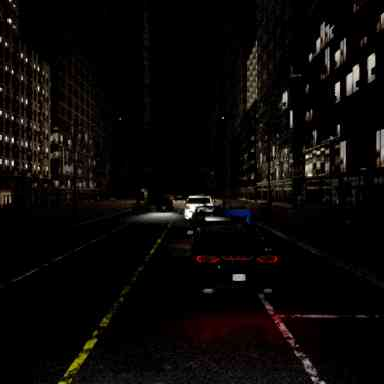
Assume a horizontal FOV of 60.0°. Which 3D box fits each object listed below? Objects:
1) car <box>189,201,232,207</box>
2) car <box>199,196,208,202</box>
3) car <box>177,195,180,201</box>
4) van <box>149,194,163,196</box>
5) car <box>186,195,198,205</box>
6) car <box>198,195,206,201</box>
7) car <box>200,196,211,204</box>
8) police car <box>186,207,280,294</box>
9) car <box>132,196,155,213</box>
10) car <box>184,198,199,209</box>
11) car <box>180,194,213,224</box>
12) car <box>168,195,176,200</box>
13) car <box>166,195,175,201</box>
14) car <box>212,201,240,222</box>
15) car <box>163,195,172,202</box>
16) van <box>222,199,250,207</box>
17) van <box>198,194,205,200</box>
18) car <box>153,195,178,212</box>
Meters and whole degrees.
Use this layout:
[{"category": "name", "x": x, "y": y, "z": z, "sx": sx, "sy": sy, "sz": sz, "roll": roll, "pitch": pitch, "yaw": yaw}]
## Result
[{"category": "car", "x": 0.891, "y": 1.479, "z": 18.821, "sx": 1.882, "sy": 1.535, "sz": 5.008, "roll": 0, "pitch": 0, "yaw": 0}, {"category": "car", "x": 2.651, "y": 1.555, "z": 77.768, "sx": 1.887, "sy": 1.381, "sz": 4.507, "roll": 0, "pitch": 0, "yaw": 0}, {"category": "car", "x": -3.039, "y": 1.488, "z": 80.187, "sx": 1.882, "sy": 1.535, "sz": 5.008, "roll": 0, "pitch": 0, "yaw": 0}, {"category": "van", "x": -5.716, "y": 1.346, "z": 49.425, "sx": 1.690, "sy": 1.788, "sz": 3.998, "roll": 0, "pitch": 0, "yaw": 0}, {"category": "car", "x": -0.029, "y": 1.358, "z": 60.147, "sx": 2.097, "sy": 1.767, "sz": 4.553, "roll": 0, "pitch": 0, "yaw": 0}, {"category": "car", "x": 2.645, "y": 1.557, "z": 89.104, "sx": 1.887, "sy": 1.381, "sz": 4.507, "roll": 0, "pitch": 0, "yaw": 0}, {"category": "car", "x": 2.657, "y": 1.558, "z": 66.432, "sx": 2.008, "sy": 1.369, "sz": 4.403, "roll": 0, "pitch": 0, "yaw": 0}, {"category": "police car", "x": 0.896, "y": 1.425, "z": 8.930, "sx": 1.930, "sy": 1.638, "sz": 5.238, "roll": 0, "pitch": 0, "yaw": 0}, {"category": "car", "x": -5.710, "y": 1.528, "z": 37.919, "sx": 1.752, "sy": 1.417, "sz": 4.829, "roll": 0, "pitch": 0, "yaw": 0}, {"category": "car", "x": -0.004, "y": 1.568, "z": 46.216, "sx": 1.994, "sy": 1.385, "sz": 4.181, "roll": 0, "pitch": 0, "yaw": 0}, {"category": "car", "x": 0.648, "y": 1.224, "z": 24.929, "sx": 2.150, "sy": 2.045, "sz": 5.566, "roll": 0, "pitch": 0, "yaw": 4}, {"category": "car", "x": -5.738, "y": 1.579, "z": 94.769, "sx": 1.947, "sy": 1.339, "sz": 4.313, "roll": 0, "pitch": 0, "yaw": 0}, {"category": "car", "x": -5.735, "y": 1.557, "z": 89.101, "sx": 1.887, "sy": 1.381, "sz": 4.507, "roll": 0, "pitch": 0, "yaw": 0}, {"category": "car", "x": 2.676, "y": 1.527, "z": 26.926, "sx": 1.752, "sy": 1.417, "sz": 4.829, "roll": 0, "pitch": 0, "yaw": 0}, {"category": "car", "x": -5.730, "y": 1.535, "z": 77.595, "sx": 1.752, "sy": 1.417, "sz": 4.829, "roll": 0, "pitch": 0, "yaw": 0}, {"category": "van", "x": 2.678, "y": 1.342, "z": 21.088, "sx": 1.690, "sy": 1.788, "sz": 3.998, "roll": 0, "pitch": 0, "yaw": 0}, {"category": "van", "x": 2.643, "y": 1.354, "z": 94.771, "sx": 1.690, "sy": 1.788, "sz": 3.998, "roll": 0, "pitch": 0, "yaw": 0}, {"category": "car", "x": -3.119, "y": 1.494, "z": 38.826, "sx": 2.128, "sy": 1.511, "sz": 4.902, "roll": 0, "pitch": 0, "yaw": 0}]
